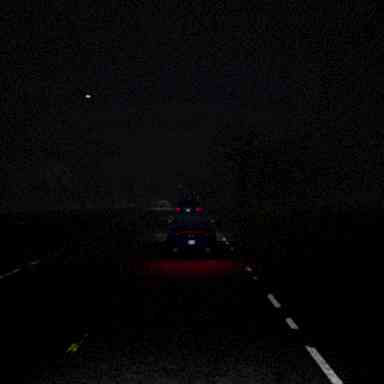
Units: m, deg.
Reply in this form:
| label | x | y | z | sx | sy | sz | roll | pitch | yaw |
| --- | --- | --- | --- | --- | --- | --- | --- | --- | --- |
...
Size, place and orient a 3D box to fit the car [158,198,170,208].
| label | x | y | z | sx | sy | sz | roll | pitch | yaw |
| --- | --- | --- | --- | --- | --- | --- | --- | --- | --- |
| car | -5.513 | 2.113 | 65.645 | 2.150 | 2.045 | 5.566 | 0 | -1 | -2 |

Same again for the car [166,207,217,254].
| label | x | y | z | sx | sy | sz | roll | pitch | yaw |
| --- | --- | --- | --- | --- | --- | --- | --- | --- | --- |
| car | -0.031 | 1.634 | 14.244 | 1.882 | 1.535 | 5.008 | 0 | 0 | 0 |

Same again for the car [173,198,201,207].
| label | x | y | z | sx | sy | sz | roll | pitch | yaw |
| --- | --- | --- | --- | --- | --- | --- | --- | --- | --- |
| car | -0.389 | 1.500 | 27.620 | 2.150 | 2.045 | 5.566 | 0 | 0 | -2 |
